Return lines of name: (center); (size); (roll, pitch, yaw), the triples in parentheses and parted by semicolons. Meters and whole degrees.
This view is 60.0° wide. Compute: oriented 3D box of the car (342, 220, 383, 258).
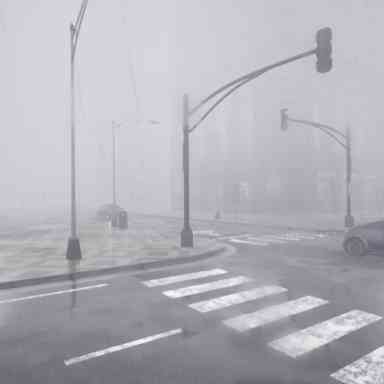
car: (7.130, 1.557, 10.732); (1.994, 1.385, 4.181); (0, 0, -35)

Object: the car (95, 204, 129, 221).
car: (-7.751, 1.909, 31.890); (1.837, 1.490, 4.892); (-1, 0, -35)
